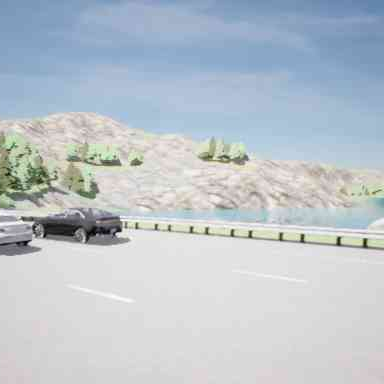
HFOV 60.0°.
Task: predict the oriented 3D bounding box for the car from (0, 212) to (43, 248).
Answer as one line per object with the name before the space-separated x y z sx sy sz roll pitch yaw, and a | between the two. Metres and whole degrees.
car | -8.345 1.508 13.370 4.674 1.442 1.812 0 0 31

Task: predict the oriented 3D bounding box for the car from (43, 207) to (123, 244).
car | -5.488 1.467 15.728 4.902 1.511 2.128 0 0 31
